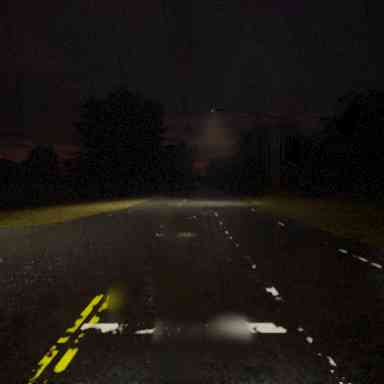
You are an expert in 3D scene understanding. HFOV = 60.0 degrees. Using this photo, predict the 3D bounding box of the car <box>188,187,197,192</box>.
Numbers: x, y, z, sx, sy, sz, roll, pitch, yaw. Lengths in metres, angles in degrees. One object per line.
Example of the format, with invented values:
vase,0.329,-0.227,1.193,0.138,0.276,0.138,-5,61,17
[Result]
car,0.279,-0.799,90.866,1.994,1.385,4.181,0,1,9
